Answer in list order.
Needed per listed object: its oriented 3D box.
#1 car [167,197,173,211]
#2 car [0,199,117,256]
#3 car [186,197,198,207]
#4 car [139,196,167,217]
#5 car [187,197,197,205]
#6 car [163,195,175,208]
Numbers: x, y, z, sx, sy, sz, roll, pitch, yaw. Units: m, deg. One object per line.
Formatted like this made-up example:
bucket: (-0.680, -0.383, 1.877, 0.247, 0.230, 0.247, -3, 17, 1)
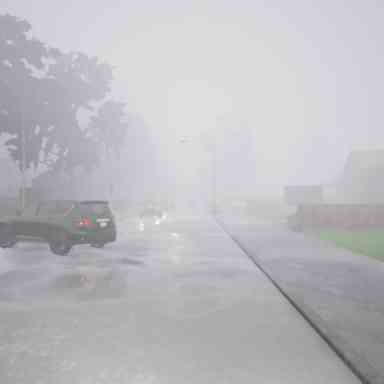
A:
car: (-4.057, 1.757, 44.284, 2.128, 1.511, 4.902, 0, 0, 0)
car: (-5.658, 1.304, 13.674, 5.566, 2.045, 2.150, 0, -2, 29)
car: (0.025, 1.891, 60.842, 1.812, 1.442, 4.674, 0, 0, 0)
car: (-4.091, 1.555, 33.884, 2.097, 1.767, 4.553, 0, 0, 0)
car: (0.002, 1.917, 69.509, 1.837, 1.490, 4.892, 0, 0, 0)
car: (-3.999, 1.550, 54.799, 2.150, 2.045, 5.566, 0, 0, 0)
